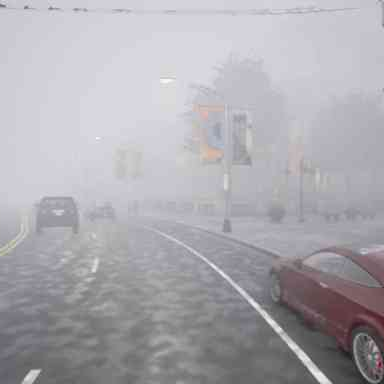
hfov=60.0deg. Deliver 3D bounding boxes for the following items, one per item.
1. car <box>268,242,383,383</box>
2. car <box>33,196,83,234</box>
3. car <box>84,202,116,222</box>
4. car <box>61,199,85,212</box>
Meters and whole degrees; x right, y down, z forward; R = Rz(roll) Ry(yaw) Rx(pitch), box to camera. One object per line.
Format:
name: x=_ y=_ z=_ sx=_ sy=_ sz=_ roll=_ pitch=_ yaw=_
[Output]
car: x=2.734 y=1.515 z=5.209 sx=2.002 sy=1.452 sz=4.674 roll=0 pitch=0 yaw=-7
car: x=-8.042 y=1.249 z=19.734 sx=2.150 sy=2.045 sz=5.566 roll=0 pitch=0 yaw=-24
car: x=-7.372 y=1.520 z=26.327 sx=2.128 sy=1.511 sz=4.902 roll=0 pitch=0 yaw=-26
car: x=-14.773 y=1.601 z=41.114 sx=2.033 sy=1.411 sz=5.357 roll=0 pitch=0 yaw=-27
